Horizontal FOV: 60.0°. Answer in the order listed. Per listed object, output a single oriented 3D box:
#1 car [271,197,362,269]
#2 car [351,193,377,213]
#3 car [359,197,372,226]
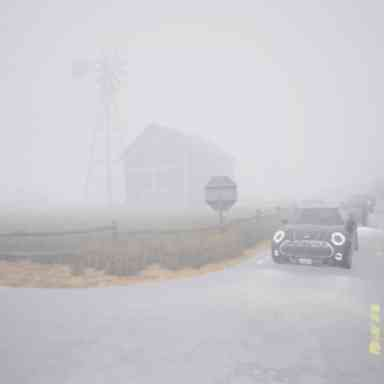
[{"bbox_3d":[4.120,1.230,10.851,2.097,1.767,4.553,-2,0,30],"label":"car"},{"bbox_3d":[15.095,0.903,29.833,2.097,1.767,4.553,-2,0,30],"label":"car"},{"bbox_3d":[9.816,1.272,20.730,1.994,1.385,4.181,-2,0,30],"label":"car"}]
